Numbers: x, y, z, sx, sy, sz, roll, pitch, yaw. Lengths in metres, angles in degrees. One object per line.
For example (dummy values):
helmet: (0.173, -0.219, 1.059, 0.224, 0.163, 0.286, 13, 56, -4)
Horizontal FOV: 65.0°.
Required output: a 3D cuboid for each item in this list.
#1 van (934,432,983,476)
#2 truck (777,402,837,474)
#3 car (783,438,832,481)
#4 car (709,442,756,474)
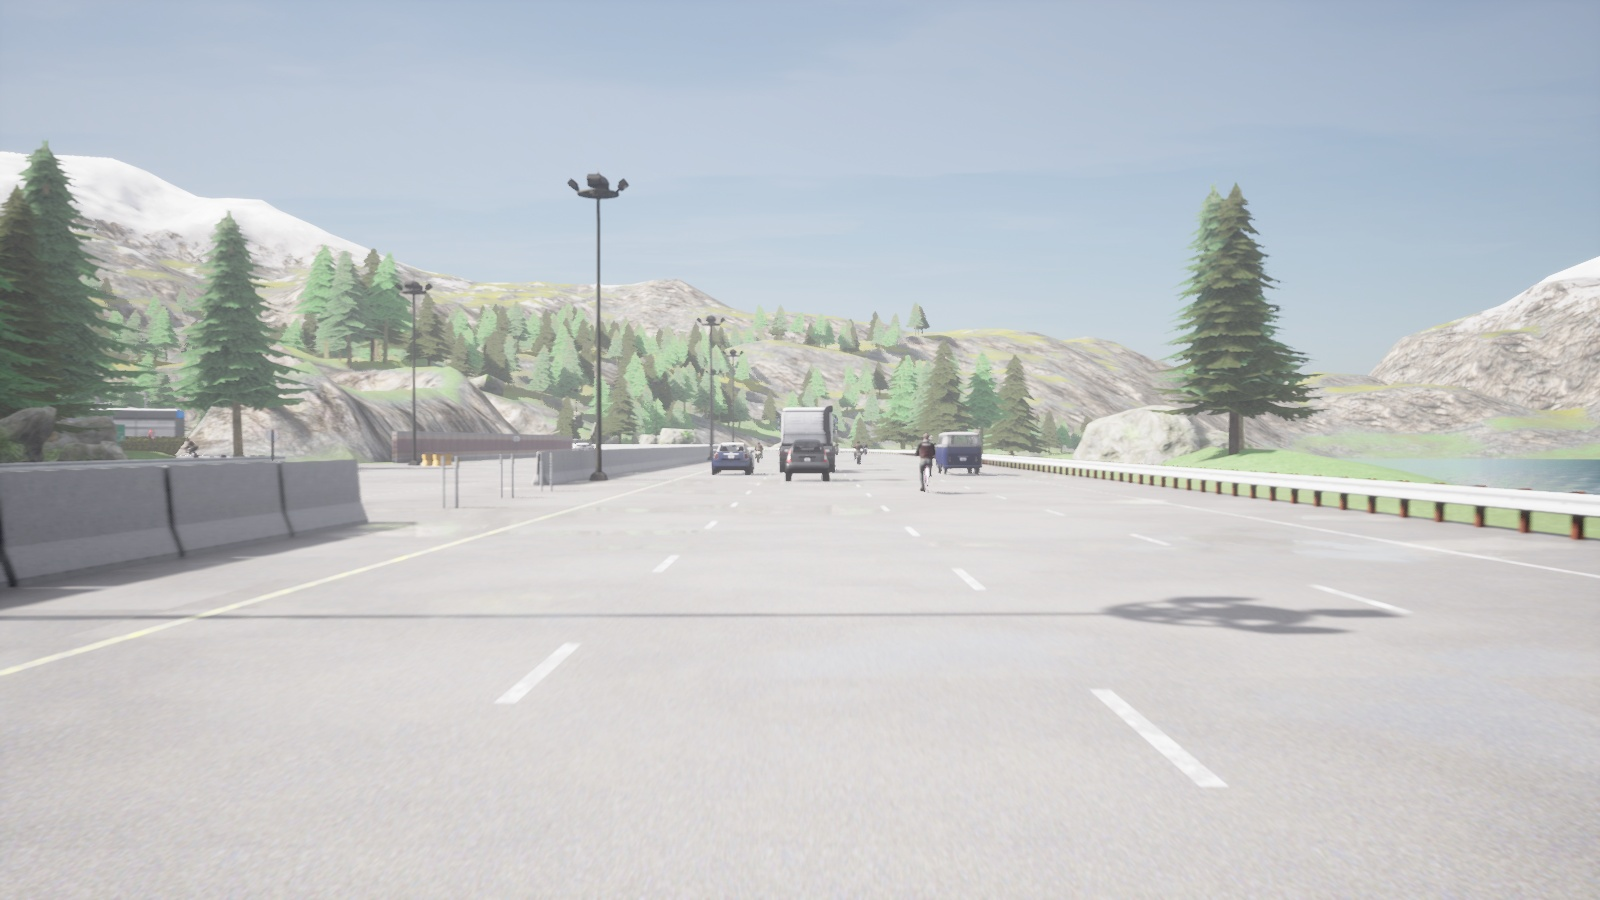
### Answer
van: (7.325, 0.162, 58.429, 1.775, 1.987, 4.442, 0, 0, 0)
truck: (0.357, -0.615, 64.459, 2.891, 3.462, 7.936, 0, 0, 0)
car: (0.279, 0.354, 49.557, 1.851, 1.617, 3.988, 0, 0, 0)
car: (-3.168, 0.358, 59.581, 1.970, 1.475, 3.806, 0, 0, 0)
